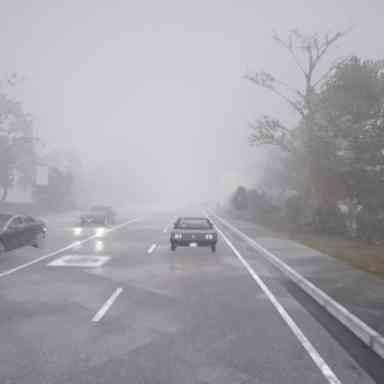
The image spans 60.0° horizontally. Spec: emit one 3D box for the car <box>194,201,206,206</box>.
[{"bbox_3d":[2.283,3.107,92.510,2.033,1.411,5.357,1,-1,18],"label":"car"}]

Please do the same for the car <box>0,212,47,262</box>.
[{"bbox_3d":[-7.046,1.518,12.144,2.128,1.511,4.902,1,-1,0],"label":"car"}]

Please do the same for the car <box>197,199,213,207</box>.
[{"bbox_3d":[3.274,2.927,82.555,1.882,1.535,5.008,1,-1,13],"label":"car"}]

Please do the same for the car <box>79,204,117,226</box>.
[{"bbox_3d":[-7.056,1.714,25.330,1.837,1.490,4.892,1,0,0],"label":"car"}]

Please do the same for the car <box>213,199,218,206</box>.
[{"bbox_3d":[5.912,2.893,92.382,2.150,2.045,5.566,1,-1,20],"label":"car"}]

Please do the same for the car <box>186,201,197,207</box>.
[{"bbox_3d":[-0.195,2.944,83.055,1.994,1.385,4.181,1,-1,13],"label":"car"}]

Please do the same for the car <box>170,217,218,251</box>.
[{"bbox_3d":[0.059,1.787,15.103,1.895,1.301,4.718,1,-1,0],"label":"car"}]
